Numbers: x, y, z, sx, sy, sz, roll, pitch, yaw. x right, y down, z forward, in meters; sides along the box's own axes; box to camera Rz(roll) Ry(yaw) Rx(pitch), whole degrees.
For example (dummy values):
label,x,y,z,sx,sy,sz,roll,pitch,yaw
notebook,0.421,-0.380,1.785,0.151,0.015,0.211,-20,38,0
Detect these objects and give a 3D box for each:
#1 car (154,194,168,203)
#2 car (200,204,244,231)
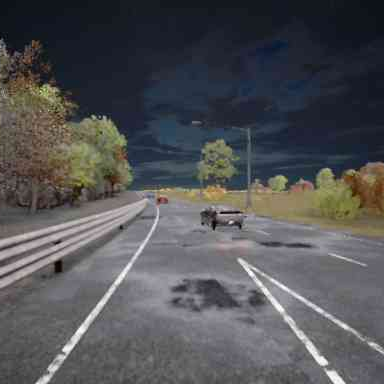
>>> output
label,x,y,z,sx,sy,sz,roll,pitch,yaw
car,-5.707,1.291,63.282,1.882,1.535,5.008,0,0,-10
car,1.719,1.465,20.519,2.128,1.511,4.902,0,0,-10
